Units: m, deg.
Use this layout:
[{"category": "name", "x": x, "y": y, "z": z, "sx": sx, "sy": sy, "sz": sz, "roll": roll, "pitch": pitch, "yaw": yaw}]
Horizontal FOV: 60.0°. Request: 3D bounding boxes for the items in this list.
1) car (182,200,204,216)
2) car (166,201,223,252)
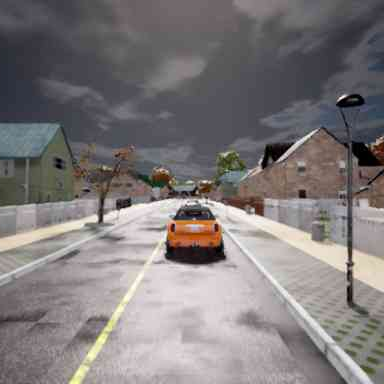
[{"category": "car", "x": 0.091, "y": 1.619, "z": 34.671, "sx": 2.033, "sy": 1.411, "sz": 5.357, "roll": 0, "pitch": 0, "yaw": 0}, {"category": "car", "x": 0.096, "y": 1.373, "z": 14.162, "sx": 2.097, "sy": 1.767, "sz": 4.553, "roll": 0, "pitch": 0, "yaw": 0}]
